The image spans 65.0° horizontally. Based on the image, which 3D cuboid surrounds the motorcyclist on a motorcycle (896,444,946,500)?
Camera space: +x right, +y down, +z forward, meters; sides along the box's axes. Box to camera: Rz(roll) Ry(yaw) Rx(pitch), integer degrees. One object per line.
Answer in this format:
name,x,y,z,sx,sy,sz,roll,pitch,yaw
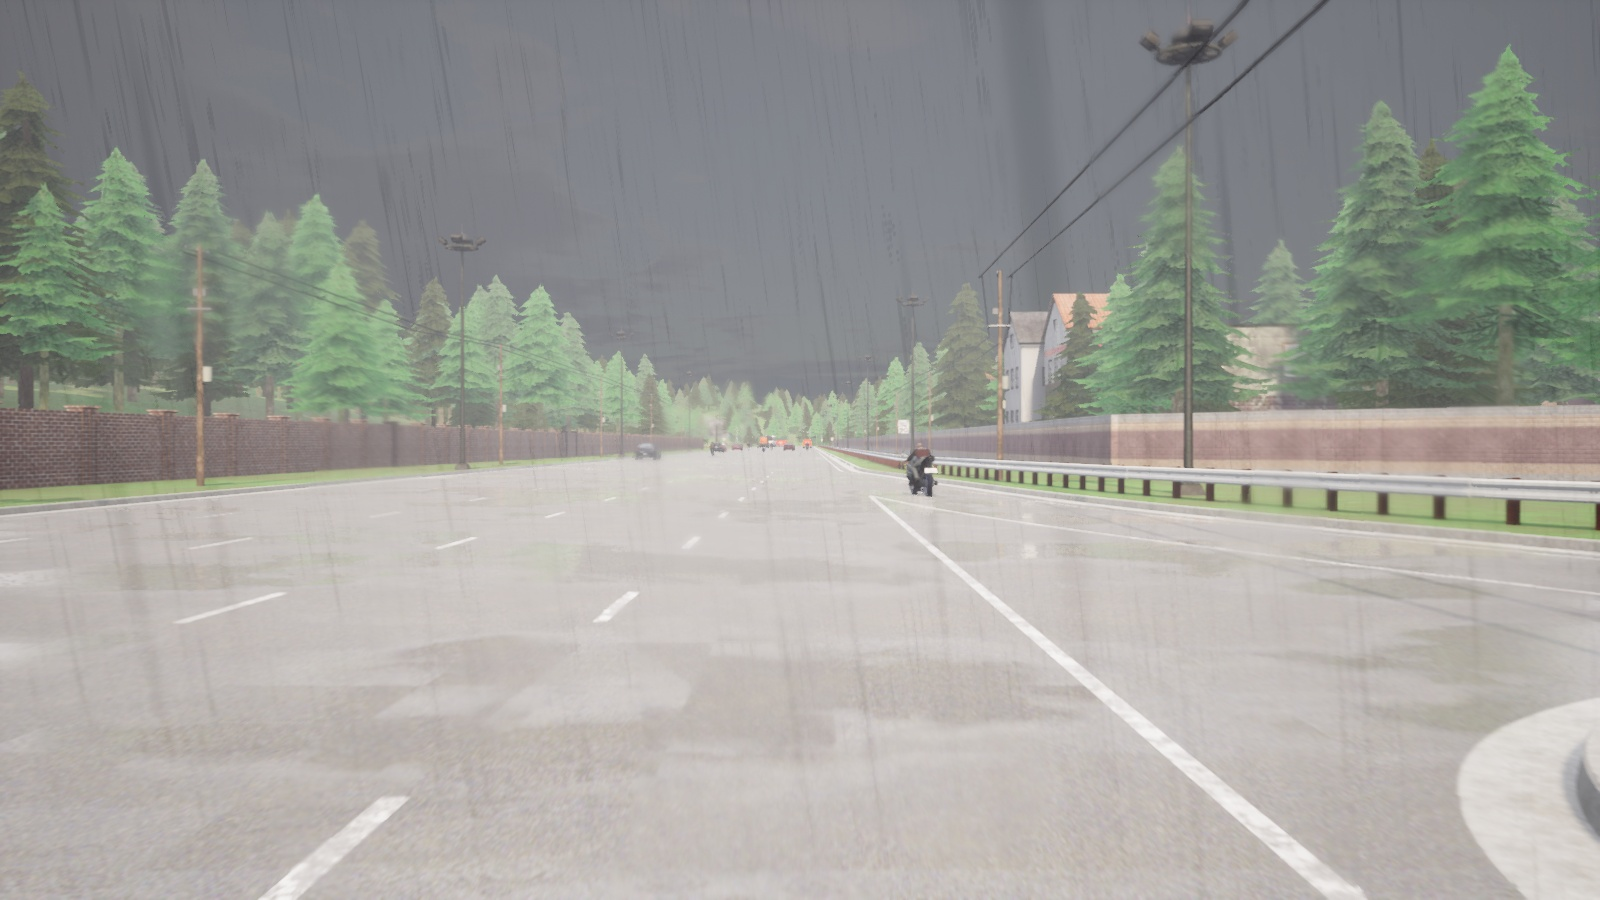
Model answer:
motorcyclist on a motorcycle,3.392,0.584,35.434,0.866,1.530,2.191,0,0,-9
